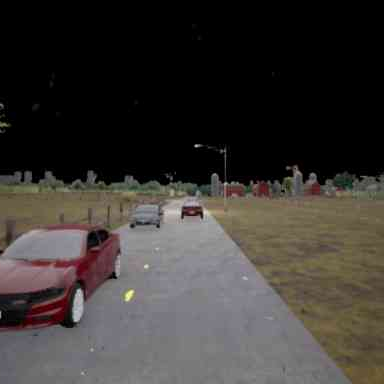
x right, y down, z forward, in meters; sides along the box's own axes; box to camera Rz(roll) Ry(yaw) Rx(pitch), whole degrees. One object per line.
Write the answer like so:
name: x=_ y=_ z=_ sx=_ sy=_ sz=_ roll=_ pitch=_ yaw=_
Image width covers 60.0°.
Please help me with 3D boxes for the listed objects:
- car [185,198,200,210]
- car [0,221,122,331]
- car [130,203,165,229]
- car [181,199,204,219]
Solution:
car: x=0.063 y=1.597 z=44.618 sx=1.994 sy=1.385 sz=4.181 roll=0 pitch=0 yaw=1
car: x=-2.847 y=1.477 z=7.236 sx=1.882 sy=1.535 sz=5.008 roll=0 pitch=0 yaw=0
car: x=-2.826 y=1.512 z=21.858 sx=1.837 sy=1.490 sz=4.892 roll=0 pitch=-1 yaw=0
car: x=0.018 y=1.490 z=29.444 sx=1.882 sy=1.535 sz=5.008 roll=0 pitch=0 yaw=0
